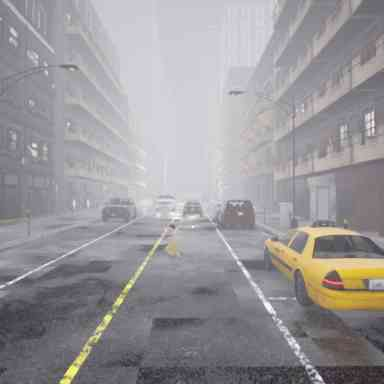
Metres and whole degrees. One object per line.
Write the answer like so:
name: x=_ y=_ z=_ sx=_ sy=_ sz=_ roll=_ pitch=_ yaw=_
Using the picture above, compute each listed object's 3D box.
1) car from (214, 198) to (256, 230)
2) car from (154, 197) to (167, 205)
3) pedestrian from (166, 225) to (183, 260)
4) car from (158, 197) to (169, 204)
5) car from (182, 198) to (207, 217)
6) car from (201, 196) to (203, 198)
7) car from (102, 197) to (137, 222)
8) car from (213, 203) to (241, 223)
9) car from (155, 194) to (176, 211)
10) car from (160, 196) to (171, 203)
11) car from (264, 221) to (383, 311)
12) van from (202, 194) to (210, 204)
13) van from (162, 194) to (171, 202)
car: x=2.712 y=1.320 z=21.026 sx=2.192 sy=1.841 sz=5.009 roll=1 pitch=0 yaw=0
car: x=-5.633 y=1.557 z=59.756 sx=2.008 sy=1.369 sz=4.403 roll=1 pitch=0 yaw=0
pedestrian: x=-0.568 y=1.577 z=10.836 sx=0.375 sy=1.300 sz=0.375 roll=1 pitch=-1 yaw=-1
car: x=-5.633 y=1.588 z=65.297 sx=1.802 sy=1.307 sz=4.206 roll=1 pitch=0 yaw=0
car: x=0.073 y=1.553 z=31.276 sx=2.033 sy=1.411 sz=5.357 roll=0 pitch=0 yaw=0
car: x=0.059 y=1.553 z=43.911 sx=2.033 sy=1.411 sz=5.357 roll=0 pitch=0 yaw=1
car: x=-5.668 y=1.320 z=26.514 sx=2.192 sy=1.841 sz=5.009 roll=1 pitch=0 yaw=0
car: x=2.709 y=1.587 z=26.566 sx=1.802 sy=1.307 sz=4.206 roll=1 pitch=0 yaw=0
car: x=-3.093 y=1.227 z=40.191 sx=2.150 sy=2.045 sz=5.566 roll=0 pitch=0 yaw=0
car: x=-5.632 y=1.571 z=70.837 sx=1.947 sy=1.339 sz=4.313 roll=1 pitch=0 yaw=0
car: x=3.002 y=1.458 z=7.893 sx=1.801 sy=1.575 sz=5.366 roll=0 pitch=0 yaw=0
van: x=2.719 y=1.347 z=65.348 sx=1.690 sy=1.788 sz=3.998 roll=1 pitch=0 yaw=0
van: x=-5.796 y=1.346 z=76.378 sx=1.690 sy=1.788 sz=3.998 roll=1 pitch=0 yaw=0
